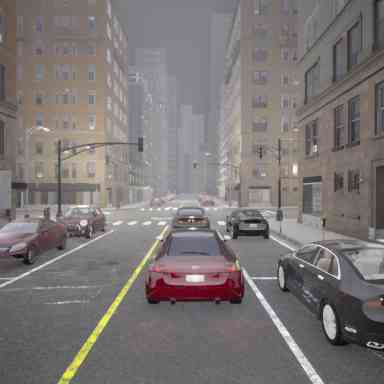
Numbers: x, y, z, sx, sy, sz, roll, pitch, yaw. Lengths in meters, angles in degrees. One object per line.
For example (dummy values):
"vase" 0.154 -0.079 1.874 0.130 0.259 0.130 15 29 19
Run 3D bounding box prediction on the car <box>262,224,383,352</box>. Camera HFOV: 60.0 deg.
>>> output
"car" 2.828 1.550 6.158 2.008 1.369 4.403 0 0 0

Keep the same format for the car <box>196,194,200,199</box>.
"car" 2.552 1.521 75.886 1.967 1.590 4.097 0 0 0

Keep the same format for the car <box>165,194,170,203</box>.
"car" -5.937 1.604 65.037 2.008 1.369 4.403 0 0 0

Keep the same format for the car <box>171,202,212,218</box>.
"car" -0.046 1.505 17.069 1.837 1.490 4.892 0 0 0

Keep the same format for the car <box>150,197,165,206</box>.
"car" -5.903 1.615 54.221 1.802 1.307 4.206 0 0 0

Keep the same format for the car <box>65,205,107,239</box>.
"car" -5.752 1.440 17.118 1.967 1.590 4.097 0 0 0

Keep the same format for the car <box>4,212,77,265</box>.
"car" -5.725 1.581 11.617 1.802 1.307 4.206 0 0 0

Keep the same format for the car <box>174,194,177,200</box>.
"car" -6.025 1.453 92.081 2.192 1.841 5.009 0 0 0

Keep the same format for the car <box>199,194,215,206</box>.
"car" 2.621 1.474 54.250 1.967 1.590 4.097 0 0 0

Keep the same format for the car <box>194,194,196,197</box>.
"car" 2.499 1.453 92.113 2.192 1.841 5.009 0 0 0

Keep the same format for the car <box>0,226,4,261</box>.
"car" -5.697 1.565 6.115 1.947 1.339 4.313 0 0 0

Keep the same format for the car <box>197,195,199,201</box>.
"car" 2.588 1.604 65.068 2.008 1.369 4.403 0 0 0

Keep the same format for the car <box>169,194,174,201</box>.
"car" -5.989 1.622 81.093 1.752 1.417 4.829 0 0 0

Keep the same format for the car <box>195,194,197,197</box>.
"car" 2.517 1.557 86.704 1.967 1.590 4.097 0 0 0

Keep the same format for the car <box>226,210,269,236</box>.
"car" 2.773 1.566 17.160 1.947 1.339 4.313 0 0 0

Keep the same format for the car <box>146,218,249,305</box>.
"car" 0.042 1.564 8.156 1.994 1.385 4.181 0 0 -1
